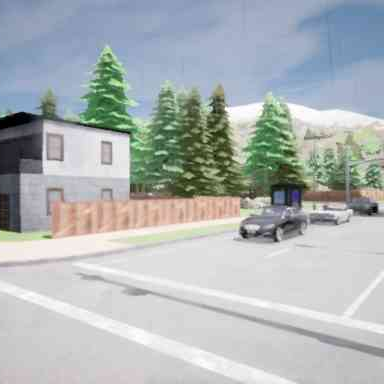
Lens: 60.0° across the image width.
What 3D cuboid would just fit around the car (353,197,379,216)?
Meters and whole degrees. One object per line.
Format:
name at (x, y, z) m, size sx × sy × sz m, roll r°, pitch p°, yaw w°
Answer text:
car at (16.155, 1.274, 31.514) m, size 2.097 × 1.767 × 4.553 m, roll 0°, pitch 0°, yaw 39°

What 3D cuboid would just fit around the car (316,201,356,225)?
car at (9.812, 1.538, 23.524) m, size 1.895 × 1.301 × 4.718 m, roll 0°, pitch 0°, yaw 38°

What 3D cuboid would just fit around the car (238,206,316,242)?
car at (4.055, 1.442, 16.240) m, size 2.128 × 1.511 × 4.902 m, roll 0°, pitch 0°, yaw 38°
